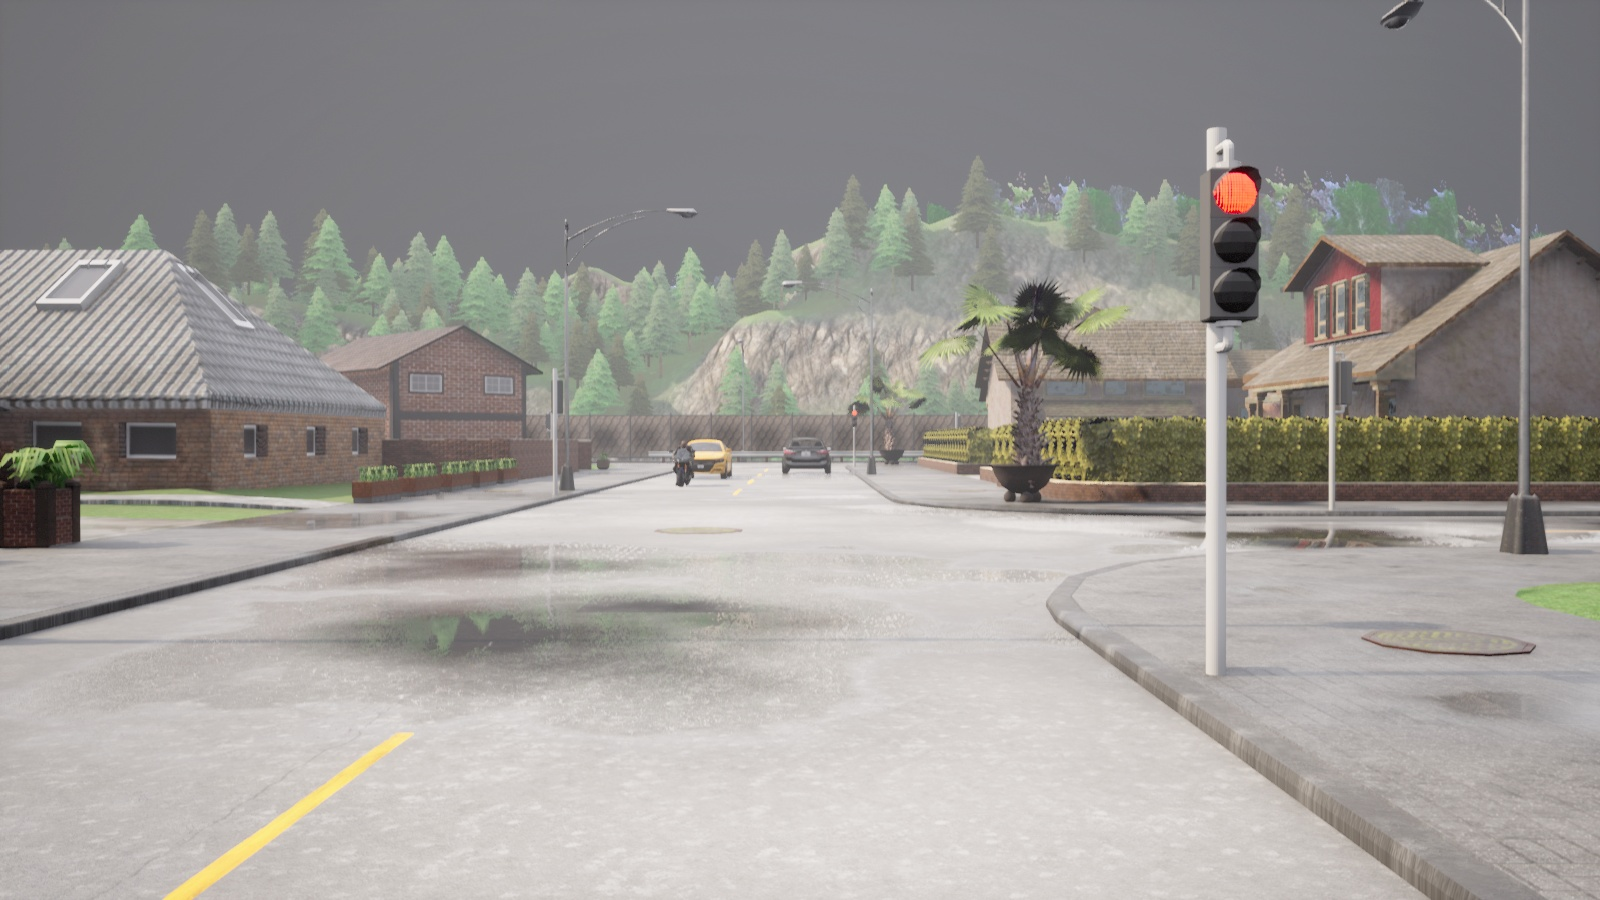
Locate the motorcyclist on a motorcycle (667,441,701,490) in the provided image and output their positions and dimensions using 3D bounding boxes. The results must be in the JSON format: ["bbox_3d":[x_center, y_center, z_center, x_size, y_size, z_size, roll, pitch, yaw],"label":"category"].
[{"bbox_3d":[-3.750,0.472,40.693,0.866,1.530,2.191,0,0,1],"label":"motorcyclist on a motorcycle"}]

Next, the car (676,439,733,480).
[{"bbox_3d":[-3.719,0.348,49.598,1.882,1.535,5.008,0,0,0],"label":"car"}]

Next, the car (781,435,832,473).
[{"bbox_3d":[0.312,0.162,56.959,2.242,1.667,4.611,0,0,1],"label":"car"}]
